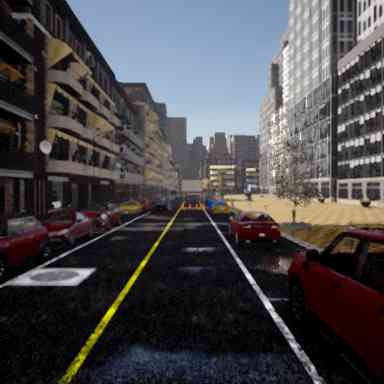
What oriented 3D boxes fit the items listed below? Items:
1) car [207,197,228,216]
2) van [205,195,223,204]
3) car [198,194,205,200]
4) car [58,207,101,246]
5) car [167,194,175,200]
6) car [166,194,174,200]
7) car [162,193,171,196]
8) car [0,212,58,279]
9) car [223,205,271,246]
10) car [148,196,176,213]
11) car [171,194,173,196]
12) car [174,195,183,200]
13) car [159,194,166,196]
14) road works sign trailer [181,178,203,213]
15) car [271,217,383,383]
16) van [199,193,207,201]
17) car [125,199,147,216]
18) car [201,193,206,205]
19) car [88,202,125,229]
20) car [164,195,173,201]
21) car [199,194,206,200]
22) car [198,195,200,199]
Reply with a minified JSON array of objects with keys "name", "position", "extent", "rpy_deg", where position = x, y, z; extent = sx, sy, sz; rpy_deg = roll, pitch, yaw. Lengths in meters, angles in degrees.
[{"name":"car","position":[2.680,1.438,31.730],"extent":[1.752,1.417,4.829],"rpy_deg":[0,0,0]},{"name":"van","position":[2.678,1.241,37.085],"extent":[1.690,1.788,3.998],"rpy_deg":[0,0,0]},{"name":"car","position":[2.669,1.379,92.353],"extent":[1.947,1.339,4.313],"rpy_deg":[0,0,0]},{"name":"car","position":[-5.697,1.538,14.979],"extent":[1.802,1.307,4.206],"rpy_deg":[0,0,0]},{"name":"car","position":[-5.711,1.379,92.351],"extent":[1.947,1.339,4.313],"rpy_deg":[0,0,0]},{"name":"car","position":[-5.711,1.258,86.824],"extent":[1.967,1.590,4.097],"rpy_deg":[0,0,0]},{"name":"car","position":[-5.707,1.374,64.549],"extent":[1.752,1.417,4.829],"rpy_deg":[0,0,0]},{"name":"car","position":[-5.697,1.412,9.452],"extent":[1.967,1.590,4.097],"rpy_deg":[0,0,0]},{"name":"car","position":[2.683,1.501,14.980],"extent":[1.887,1.381,4.507],"rpy_deg":[0,0,0]},{"name":"car","position":[-3.097,1.468,34.942],"extent":[1.994,1.385,4.181],"rpy_deg":[0,0,0]},{"name":"car","position":[-5.709,1.155,70.244],"extent":[2.192,1.841,5.009],"rpy_deg":[0,0,0]},{"name":"car","position":[-3.014,1.232,76.110],"extent":[1.895,1.301,4.718],"rpy_deg":[0,0,0]},{"name":"car","position":[-5.704,1.412,53.665],"extent":[1.887,1.381,4.507],"rpy_deg":[0,0,0]},{"name":"road works sign trailer","position":[-0.007,0.369,35.081],"extent":[2.380,3.560,2.880],"rpy_deg":[0,0,0]},{"name":"car","position":[2.684,1.303,3.926],"extent":[2.192,1.841,5.009],"rpy_deg":[0,0,0]},{"name":"van","position":[2.669,1.166,81.299],"extent":[1.690,1.788,3.998],"rpy_deg":[0,0,0]},{"name":"car","position":[-5.700,1.438,31.389],"extent":[1.752,1.417,4.829],"rpy_deg":[0,0,0]},{"name":"car","position":[2.675,1.308,53.666],"extent":[1.967,1.590,4.097],"rpy_deg":[0,0,0]},{"name":"car","position":[-5.699,1.381,20.505],"extent":[1.967,1.590,4.097],"rpy_deg":[0,0,0]},{"name":"car","position":[-5.709,1.375,81.299],"extent":[2.008,1.369,4.403],"rpy_deg":[0,0,0]},{"name":"car","position":[2.670,1.344,86.995],"extent":[1.752,1.417,4.829],"rpy_deg":[0,0,0]},{"name":"car","position":[2.674,1.431,64.720],"extent":[1.802,1.307,4.206],"rpy_deg":[0,0,0]}]
